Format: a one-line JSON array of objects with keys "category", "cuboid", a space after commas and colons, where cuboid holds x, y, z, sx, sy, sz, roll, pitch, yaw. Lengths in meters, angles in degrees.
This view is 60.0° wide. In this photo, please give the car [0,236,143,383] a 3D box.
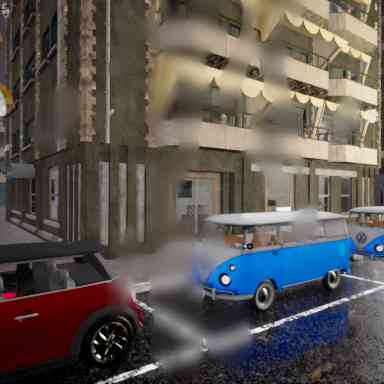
[{"category": "car", "cuboid": [-2.773, 1.440, 4.114, 4.097, 1.590, 1.967, 0, 0, -36]}]

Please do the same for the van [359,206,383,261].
[{"category": "van", "cuboid": [6.477, 1.345, 10.741, 3.998, 1.788, 1.690, 0, 0, -36]}]

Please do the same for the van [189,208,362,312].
[{"category": "van", "cuboid": [1.852, 1.342, 7.428, 3.998, 1.788, 1.690, 0, 0, -36]}]
